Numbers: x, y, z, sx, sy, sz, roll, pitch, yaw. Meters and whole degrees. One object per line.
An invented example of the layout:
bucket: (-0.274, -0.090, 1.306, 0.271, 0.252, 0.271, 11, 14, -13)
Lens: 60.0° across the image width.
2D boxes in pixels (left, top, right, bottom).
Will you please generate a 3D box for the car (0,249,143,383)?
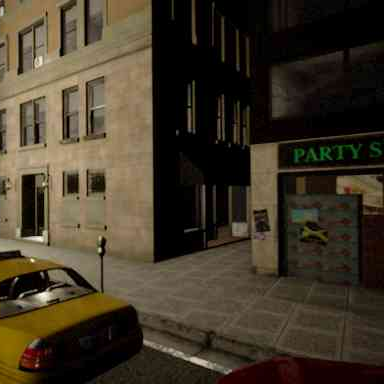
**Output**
car: (-2.877, 1.539, 4.915, 4.829, 1.417, 1.752, 0, -1, 36)

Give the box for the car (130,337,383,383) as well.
car: (1.876, 1.580, 1.516, 4.206, 1.307, 1.802, 0, -1, 36)
